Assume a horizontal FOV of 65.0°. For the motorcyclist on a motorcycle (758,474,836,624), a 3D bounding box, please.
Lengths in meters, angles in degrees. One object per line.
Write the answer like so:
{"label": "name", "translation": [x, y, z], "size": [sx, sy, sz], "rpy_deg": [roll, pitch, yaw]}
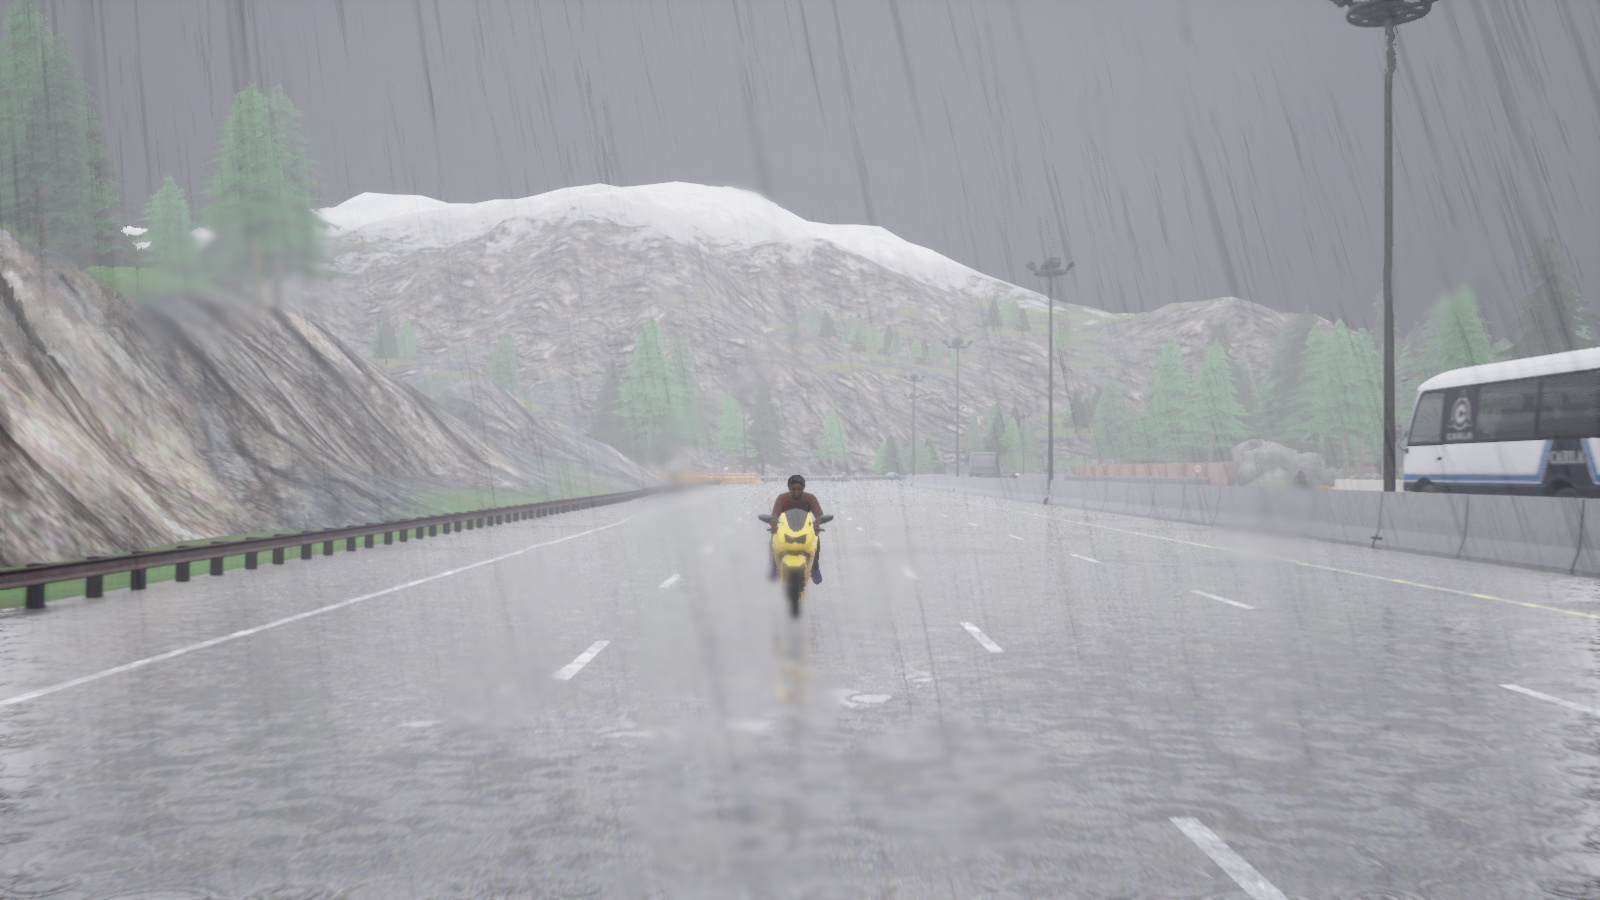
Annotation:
{"label": "motorcyclist on a motorcycle", "translation": [-0.032, 1.029, 13.857], "size": [0.797, 1.523, 2.044], "rpy_deg": [0, -1, 0]}

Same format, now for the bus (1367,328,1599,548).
{"label": "bus", "translation": [17.424, -0.146, 29.004], "size": [3.944, 4.253, 10.273], "rpy_deg": [0, -1, 0]}
